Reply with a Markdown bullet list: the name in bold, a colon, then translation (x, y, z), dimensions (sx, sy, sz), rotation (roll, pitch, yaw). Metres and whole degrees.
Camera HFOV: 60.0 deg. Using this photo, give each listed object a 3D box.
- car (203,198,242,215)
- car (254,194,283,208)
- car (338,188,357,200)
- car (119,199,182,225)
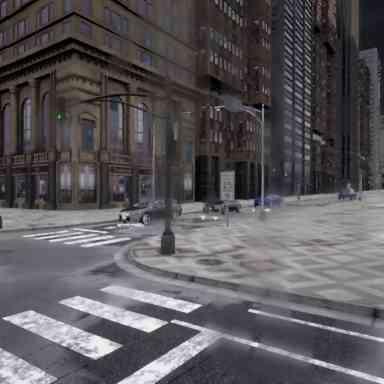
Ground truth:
- **car**: translation (2.704, 1.187, 29.351), dimensions (1.994, 1.385, 4.181), rotation (0, 1, 36)
- **car**: translation (8.735, 0.962, 37.775), dimensions (1.882, 1.535, 5.008), rotation (0, 1, 36)
- **car**: translation (27.031, 0.362, 57.855), dimensions (2.150, 2.045, 5.566), rotation (0, 1, 36)
- **car**: translation (-2.629, 1.237, 21.901), dimensions (2.128, 1.511, 4.902), rotation (0, 1, 36)
